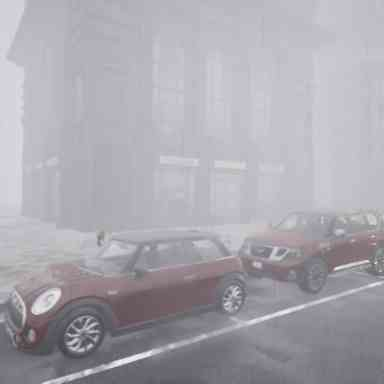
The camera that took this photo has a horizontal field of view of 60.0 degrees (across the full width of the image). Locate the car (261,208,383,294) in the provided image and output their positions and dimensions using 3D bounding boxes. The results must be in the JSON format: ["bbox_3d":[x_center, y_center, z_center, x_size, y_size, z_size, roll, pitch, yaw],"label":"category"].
[{"bbox_3d":[3.572,1.400,9.200,5.009,1.841,2.192,1,0,-36],"label":"car"}]

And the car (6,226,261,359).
[{"bbox_3d":[-0.986,1.467,5.943,4.097,1.590,1.967,1,0,-36],"label":"car"}]
